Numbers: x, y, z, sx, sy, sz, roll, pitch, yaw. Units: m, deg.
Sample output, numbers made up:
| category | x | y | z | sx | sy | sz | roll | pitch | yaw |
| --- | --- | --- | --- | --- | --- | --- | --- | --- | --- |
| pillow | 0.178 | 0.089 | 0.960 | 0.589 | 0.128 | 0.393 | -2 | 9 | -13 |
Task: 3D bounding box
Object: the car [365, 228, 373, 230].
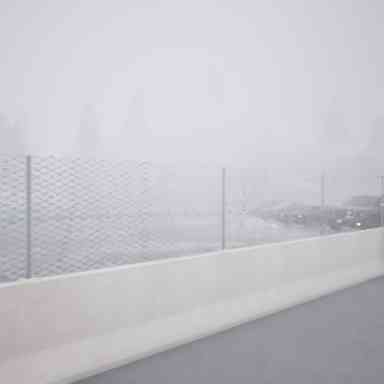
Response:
| category | x | y | z | sx | sy | sz | roll | pitch | yaw |
| --- | --- | --- | --- | --- | --- | --- | --- | --- | --- |
| car | 9.990 | 1.157 | 18.508 | 5.566 | 2.045 | 2.150 | 0 | 0 | -30 |
